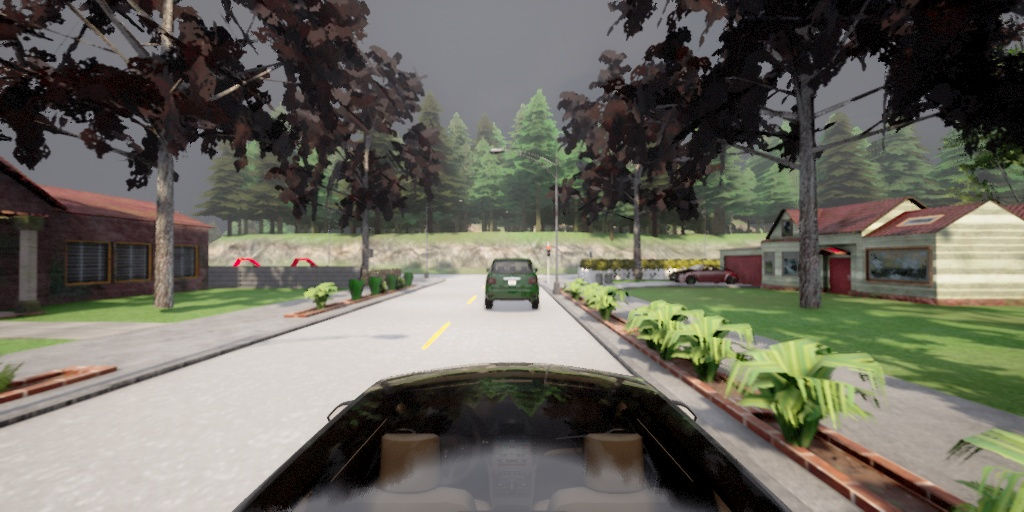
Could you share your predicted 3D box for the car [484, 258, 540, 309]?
[{"bbox_3d":[0.003,1.100,15.879,2.150,2.045,5.566,0,0,0],"label":"car"}]
